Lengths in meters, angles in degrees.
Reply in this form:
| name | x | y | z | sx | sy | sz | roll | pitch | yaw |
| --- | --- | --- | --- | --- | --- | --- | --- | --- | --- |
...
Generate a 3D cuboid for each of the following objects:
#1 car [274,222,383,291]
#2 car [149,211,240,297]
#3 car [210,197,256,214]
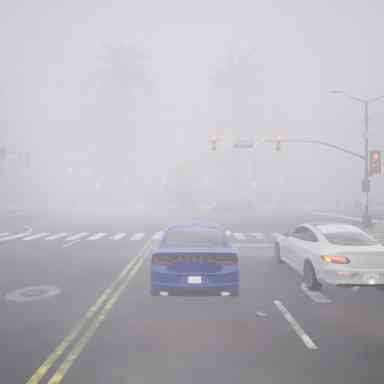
| name | x | y | z | sx | sy | sz | roll | pitch | yaw |
| --- | --- | --- | --- | --- | --- | --- | --- | --- | --- |
| car | 3.563 | 1.526 | 8.901 | 1.812 | 1.442 | 4.674 | 0 | 0 | 0 |
| car | 0.062 | 1.478 | 8.650 | 1.882 | 1.535 | 5.008 | 0 | 0 | 0 |
| car | 4.127 | 1.352 | 34.141 | 4.553 | 1.767 | 2.097 | 0 | 0 | 0 |
